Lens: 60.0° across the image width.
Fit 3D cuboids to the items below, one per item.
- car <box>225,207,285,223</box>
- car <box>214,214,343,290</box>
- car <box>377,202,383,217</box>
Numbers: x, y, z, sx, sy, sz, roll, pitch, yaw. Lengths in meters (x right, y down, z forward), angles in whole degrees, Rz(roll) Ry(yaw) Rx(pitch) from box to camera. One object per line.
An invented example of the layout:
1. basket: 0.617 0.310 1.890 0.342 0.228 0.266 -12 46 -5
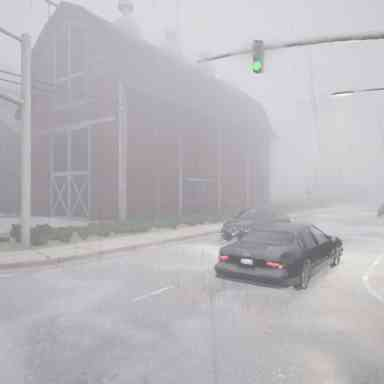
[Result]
1. car: 3.185 1.505 15.994 1.837 1.490 4.892 0 0 36
2. car: 2.674 1.560 9.222 2.033 1.411 5.357 0 0 36
3. car: 18.369 1.550 30.584 1.812 1.442 4.674 0 0 36
